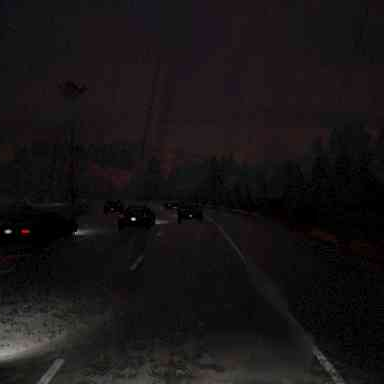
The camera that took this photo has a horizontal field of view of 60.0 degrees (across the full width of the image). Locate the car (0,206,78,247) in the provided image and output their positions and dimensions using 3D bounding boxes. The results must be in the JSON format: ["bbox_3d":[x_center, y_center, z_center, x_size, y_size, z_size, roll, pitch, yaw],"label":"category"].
[{"bbox_3d":[-6.902,1.546,15.048,2.033,1.411,5.357,0,0,0],"label":"car"}]

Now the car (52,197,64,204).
[{"bbox_3d":[-27.080,1.689,67.111,1.994,1.385,4.181,0,0,-30],"label":"car"}]

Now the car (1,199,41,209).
[{"bbox_3d":[-14.595,1.576,27.598,1.994,1.385,4.181,0,0,-5],"label":"car"}]

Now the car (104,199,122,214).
[{"bbox_3d":[-8.329,1.515,35.626,2.128,1.511,4.902,0,0,-9],"label":"car"}]

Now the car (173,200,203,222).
[{"bbox_3d":[-0.243,1.498,26.187,2.128,1.511,4.902,0,0,-3],"label":"car"}]

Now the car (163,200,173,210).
[{"bbox_3d":[-2.598,1.633,42.871,1.895,1.301,4.718,0,0,-12],"label":"car"}]

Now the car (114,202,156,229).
[{"bbox_3d":[-3.502,1.566,21.637,1.994,1.385,4.181,0,0,-1],"label":"car"}]

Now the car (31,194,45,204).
[{"bbox_3d":[-31.140,1.364,67.026,2.150,2.045,5.566,0,0,-30],"label":"car"}]
